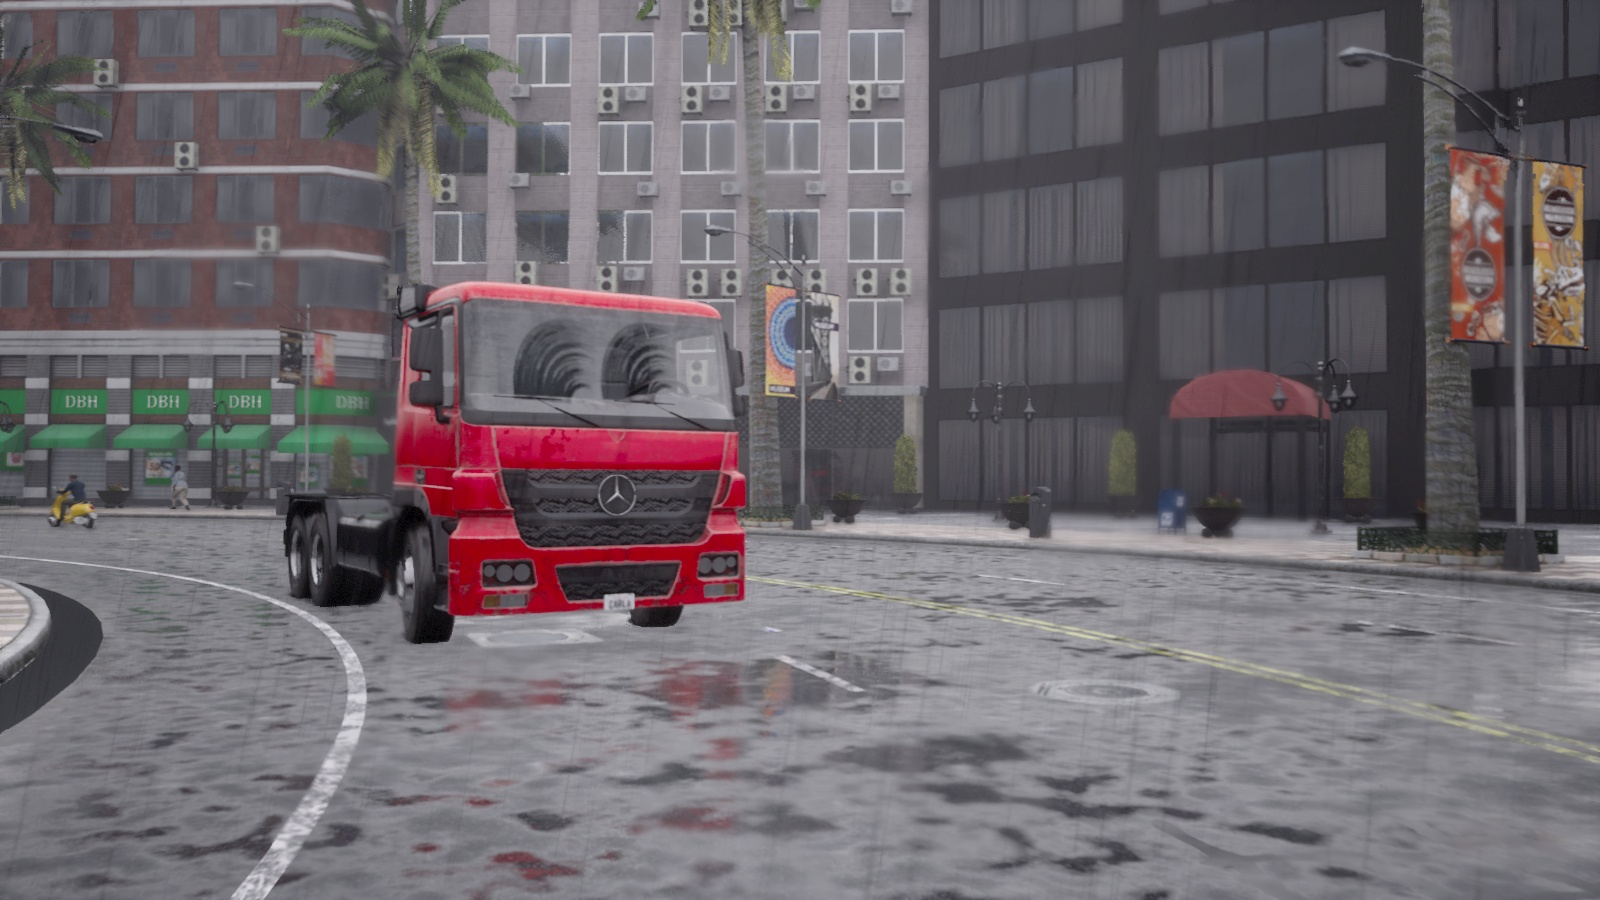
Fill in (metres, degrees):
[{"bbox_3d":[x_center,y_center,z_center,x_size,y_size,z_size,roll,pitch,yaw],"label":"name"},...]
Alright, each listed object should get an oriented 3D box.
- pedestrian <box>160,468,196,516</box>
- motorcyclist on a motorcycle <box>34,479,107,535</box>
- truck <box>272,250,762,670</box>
[{"bbox_3d":[-24.400,1.650,49.251,0.900,1.855,0.874,-1,-1,14],"label":"pedestrian"},{"bbox_3d":[-21.298,1.659,36.669,1.817,1.590,0.866,-1,-1,20],"label":"motorcyclist on a motorcycle"},{"bbox_3d":[-3.750,0.172,14.461,2.891,3.462,7.936,1,-2,-33],"label":"truck"}]
